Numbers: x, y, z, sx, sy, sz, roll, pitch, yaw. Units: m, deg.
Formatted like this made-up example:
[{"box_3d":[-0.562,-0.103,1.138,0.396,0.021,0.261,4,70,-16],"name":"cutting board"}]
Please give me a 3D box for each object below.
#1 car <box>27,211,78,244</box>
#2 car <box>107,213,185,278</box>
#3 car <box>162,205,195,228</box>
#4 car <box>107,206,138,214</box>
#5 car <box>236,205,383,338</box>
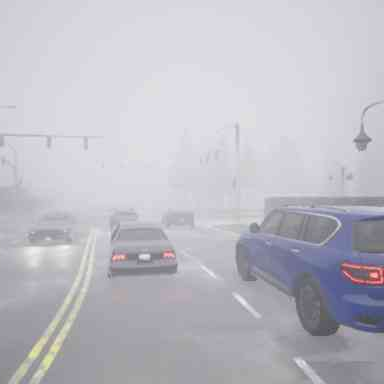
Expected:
[{"box_3d":[-6.964,1.700,17.188,2.033,1.411,5.357,0,0,-14],"name":"car"},{"box_3d":[-1.680,1.634,10.509,2.033,1.411,5.357,0,0,-12],"name":"car"},{"box_3d":[-1.074,1.667,23.738,1.882,1.535,5.008,0,0,-10],"name":"car"},{"box_3d":[-4.694,1.681,22.702,2.128,1.511,4.902,0,0,-15],"name":"car"},{"box_3d":[2.639,1.271,6.972,2.150,2.045,5.566,0,0,-10],"name":"car"}]
